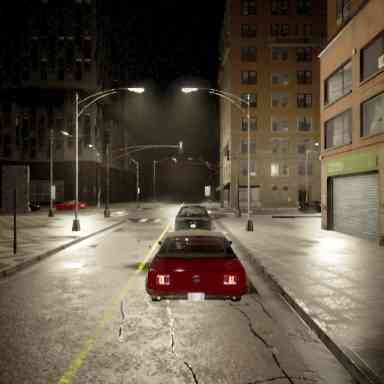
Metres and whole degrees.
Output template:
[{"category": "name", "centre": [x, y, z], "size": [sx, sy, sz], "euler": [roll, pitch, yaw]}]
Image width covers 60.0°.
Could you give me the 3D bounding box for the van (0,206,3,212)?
[{"category": "van", "centre": [-20.193, 1.425, 30.716], "size": [3.998, 1.788, 1.690], "euler": [0, 0, 0]}]

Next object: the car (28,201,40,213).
[{"category": "car", "centre": [-20.212, 1.725, 39.240], "size": [4.313, 1.339, 1.947], "euler": [0, 0, 0]}]

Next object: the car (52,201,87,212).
[{"category": "car", "centre": [-14.564, 1.701, 39.248], "size": [4.206, 1.307, 1.802], "euler": [0, 0, 0]}]

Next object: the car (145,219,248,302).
[{"category": "car", "centre": [0.079, 1.601, 8.213], "size": [1.895, 1.301, 4.718], "euler": [0, 0, 0]}]

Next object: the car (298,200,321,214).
[{"category": "car", "centre": [12.032, 1.414, 30.761], "size": [4.313, 1.339, 1.947], "euler": [0, 0, 0]}]

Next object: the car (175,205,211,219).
[{"category": "car", "centre": [0.054, 1.474, 18.362], "size": [1.882, 1.535, 5.008], "euler": [0, 0, 0]}]
